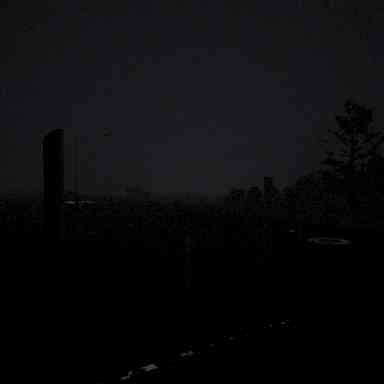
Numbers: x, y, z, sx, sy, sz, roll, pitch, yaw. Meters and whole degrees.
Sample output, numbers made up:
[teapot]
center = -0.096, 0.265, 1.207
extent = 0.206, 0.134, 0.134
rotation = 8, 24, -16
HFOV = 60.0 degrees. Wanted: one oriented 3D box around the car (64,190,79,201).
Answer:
[car]
center = -18.479, 0.518, 49.971
extent = 1.882, 1.535, 5.008
rotation = -1, 2, -35
